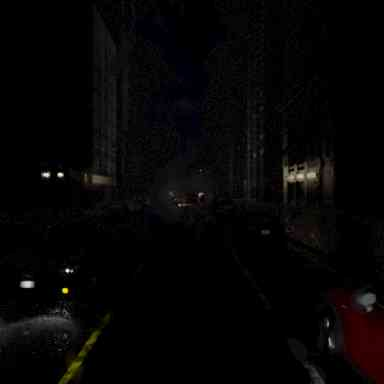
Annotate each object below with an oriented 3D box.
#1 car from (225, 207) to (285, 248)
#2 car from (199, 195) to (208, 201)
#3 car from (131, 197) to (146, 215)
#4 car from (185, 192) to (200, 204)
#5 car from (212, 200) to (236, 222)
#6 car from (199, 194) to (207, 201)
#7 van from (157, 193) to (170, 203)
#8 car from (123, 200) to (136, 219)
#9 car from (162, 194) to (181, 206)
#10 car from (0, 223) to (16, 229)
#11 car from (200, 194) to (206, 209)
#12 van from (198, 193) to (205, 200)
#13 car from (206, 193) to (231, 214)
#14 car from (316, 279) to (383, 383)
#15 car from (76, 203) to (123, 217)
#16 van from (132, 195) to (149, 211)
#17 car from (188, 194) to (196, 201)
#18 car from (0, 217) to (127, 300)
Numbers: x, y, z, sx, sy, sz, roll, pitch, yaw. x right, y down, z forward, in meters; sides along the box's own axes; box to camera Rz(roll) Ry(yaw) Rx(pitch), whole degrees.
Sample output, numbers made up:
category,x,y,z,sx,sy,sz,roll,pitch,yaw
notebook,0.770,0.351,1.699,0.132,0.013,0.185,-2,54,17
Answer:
category,x,y,z,sx,sy,sz,roll,pitch,yaw
car,2.753,1.533,14.470,1.947,1.339,4.313,0,0,0
car,2.711,1.406,76.170,1.887,1.381,4.507,0,0,0
car,-5.783,1.460,31.109,1.752,1.417,4.829,0,0,0
car,-0.042,1.105,61.007,2.150,2.045,5.566,0,0,0
car,2.745,1.528,25.688,1.802,1.307,4.206,0,0,0
car,2.707,1.293,81.779,1.967,1.590,4.097,0,0,0
van,-5.807,1.219,64.935,1.690,1.788,3.998,0,0,0
car,-5.780,1.527,25.670,1.802,1.307,4.206,0,0,0
car,-3.103,1.406,51.934,1.837,1.490,4.892,0,0,0
car,-5.768,1.545,8.841,1.947,1.339,4.313,0,0,0
car,2.320,1.371,43.266,1.801,1.575,5.366,0,0,0
van,2.699,1.177,92.997,1.690,1.788,3.998,0,0,0
car,2.742,1.250,31.297,2.192,1.841,5.009,0,0,0
car,2.761,1.432,3.252,1.967,1.590,4.097,0,0,0
car,-5.776,1.506,20.060,2.008,1.369,4.403,0,0,0
van,-5.787,1.266,36.888,1.690,1.788,3.998,0,0,0
car,-0.054,1.203,78.378,1.837,1.490,4.892,0,0,0
car,-3.105,1.544,8.260,1.994,1.385,4.181,0,0,0
